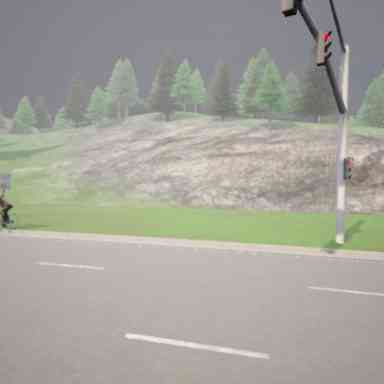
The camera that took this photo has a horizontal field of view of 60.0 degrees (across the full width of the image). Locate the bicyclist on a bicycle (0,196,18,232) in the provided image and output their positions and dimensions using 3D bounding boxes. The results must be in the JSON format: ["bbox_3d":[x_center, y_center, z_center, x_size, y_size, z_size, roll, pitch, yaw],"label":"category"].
[{"bbox_3d":[-8.258,0.965,14.576,0.582,1.620,1.656,2,10,11],"label":"bicyclist on a bicycle"}]
